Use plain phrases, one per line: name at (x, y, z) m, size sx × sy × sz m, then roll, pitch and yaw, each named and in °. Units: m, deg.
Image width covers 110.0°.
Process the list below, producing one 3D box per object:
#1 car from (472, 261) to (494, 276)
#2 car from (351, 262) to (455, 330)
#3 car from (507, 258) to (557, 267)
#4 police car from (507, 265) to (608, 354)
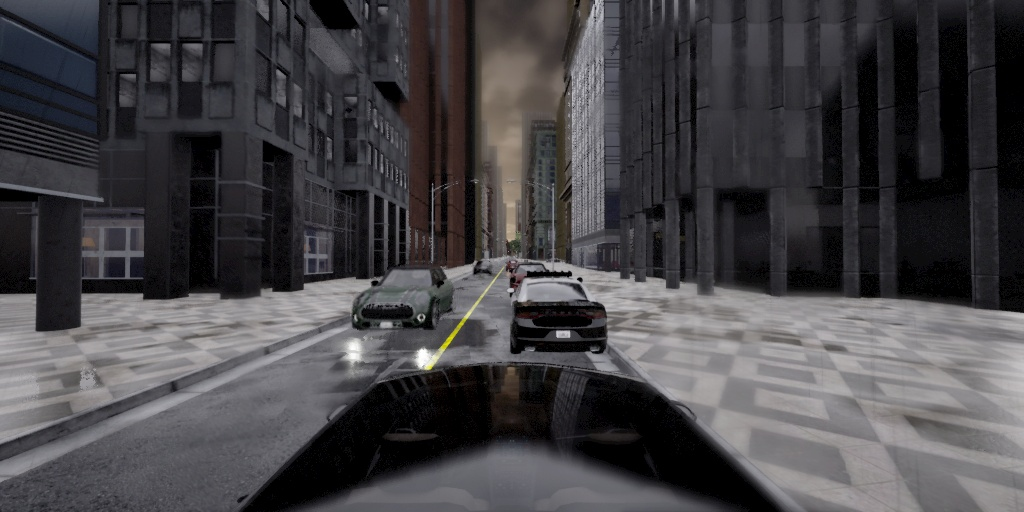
car at (-2.958, 1.248, 36.994) m, size 1.837 × 1.490 × 4.892 m, roll 0°, pitch 0°, yaw 0°
car at (-3.090, 1.103, 11.065) m, size 2.097 × 1.767 × 4.553 m, roll 0°, pitch 0°, yaw 0°
car at (0.918, 1.100, 18.772) m, size 2.097 × 1.767 × 4.553 m, roll 0°, pitch 0°, yaw 0°
police car at (0.907, 1.177, 8.911) m, size 1.930 × 1.638 × 5.238 m, roll 0°, pitch 0°, yaw 0°
